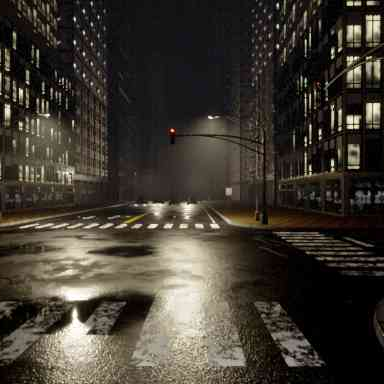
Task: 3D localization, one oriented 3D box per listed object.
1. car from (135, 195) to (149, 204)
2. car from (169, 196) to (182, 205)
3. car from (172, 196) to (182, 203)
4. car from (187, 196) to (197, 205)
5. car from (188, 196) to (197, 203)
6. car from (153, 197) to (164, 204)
[{"bbox_3d":[-9.682,1.468,64.349,2.097,1.767,4.553,0,0,0],"label":"car"},{"bbox_3d":[-3.187,1.647,59.727,2.033,1.411,5.357,0,0,0],"label":"car"},{"bbox_3d":[-3.176,1.522,70.145,1.994,1.385,4.181,0,0,0],"label":"car"},{"bbox_3d":[0.064,1.648,60.140,2.033,1.411,5.357,0,0,0],"label":"car"},{"bbox_3d":[0.075,1.583,70.588,1.895,1.301,4.718,0,0,0],"label":"car"},{"bbox_3d":[-6.432,1.680,64.315,1.994,1.385,4.181,0,0,0],"label":"car"}]
